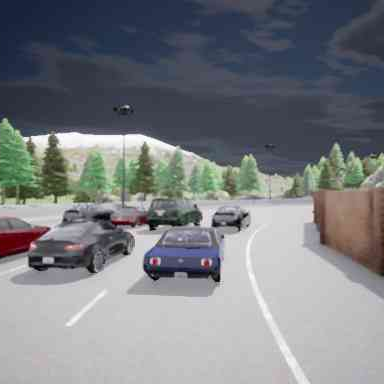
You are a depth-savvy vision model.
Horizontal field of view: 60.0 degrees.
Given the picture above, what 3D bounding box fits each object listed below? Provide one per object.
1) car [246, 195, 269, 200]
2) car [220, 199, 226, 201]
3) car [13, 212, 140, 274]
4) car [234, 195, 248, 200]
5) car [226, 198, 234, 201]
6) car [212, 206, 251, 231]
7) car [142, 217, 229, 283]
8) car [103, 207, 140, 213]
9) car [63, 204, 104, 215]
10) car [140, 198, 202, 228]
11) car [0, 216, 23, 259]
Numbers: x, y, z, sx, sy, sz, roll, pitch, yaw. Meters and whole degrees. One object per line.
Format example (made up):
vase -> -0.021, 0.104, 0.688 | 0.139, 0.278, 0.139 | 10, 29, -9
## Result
car -> 14.321, 2.012, 69.626 | 4.902, 1.511, 2.128 | 0, 0, -34
car -> 8.909, 2.090, 78.621 | 5.357, 1.411, 2.033 | 0, 0, -34
car -> -3.365, 1.602, 10.824 | 1.812, 1.442, 4.674 | 0, 0, 8
car -> 12.492, 1.733, 72.610 | 5.566, 2.045, 2.150 | 0, 0, -34
car -> 10.688, 2.124, 75.605 | 4.718, 1.301, 1.895 | 0, 0, -34
car -> 2.655, 1.645, 21.717 | 2.128, 1.511, 4.902 | 0, 0, 19
car -> 0.028, 1.672, 9.967 | 1.895, 1.301, 4.718 | 0, 0, 7
car -> -4.070, 1.731, 23.689 | 1.994, 1.385, 4.181 | 0, 0, 19
car -> -7.421, 1.666, 24.703 | 2.128, 1.511, 4.902 | 0, 0, 19
car -> -1.035, 1.378, 21.830 | 2.150, 2.045, 5.566 | 0, 0, 18
car -> -6.784, 1.559, 11.551 | 1.882, 1.535, 5.008 | 0, 0, 8
